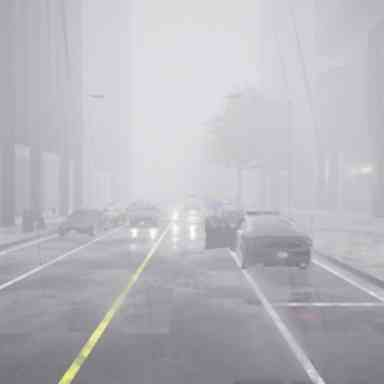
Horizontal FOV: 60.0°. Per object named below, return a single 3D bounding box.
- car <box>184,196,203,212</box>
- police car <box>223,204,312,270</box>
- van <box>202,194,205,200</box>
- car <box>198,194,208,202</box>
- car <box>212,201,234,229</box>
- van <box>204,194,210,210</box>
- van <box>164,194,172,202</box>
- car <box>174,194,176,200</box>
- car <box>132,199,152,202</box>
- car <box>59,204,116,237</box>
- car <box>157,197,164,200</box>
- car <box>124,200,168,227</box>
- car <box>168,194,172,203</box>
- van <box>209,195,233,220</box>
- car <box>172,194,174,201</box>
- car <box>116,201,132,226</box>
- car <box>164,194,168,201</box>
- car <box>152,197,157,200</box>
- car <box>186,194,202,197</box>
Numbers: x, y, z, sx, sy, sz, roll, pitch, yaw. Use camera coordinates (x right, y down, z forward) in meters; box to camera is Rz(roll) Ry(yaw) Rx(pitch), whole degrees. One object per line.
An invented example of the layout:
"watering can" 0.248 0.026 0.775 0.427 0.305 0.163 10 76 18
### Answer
"car" 0.053 1.564 40.240 1.812 1.442 4.674 0 0 0
"police car" 2.360 1.434 11.242 1.930 1.638 5.238 0 0 0
"van" 2.729 1.387 46.407 1.690 1.788 3.998 0 0 0
"car" 2.704 1.410 80.118 2.192 1.841 5.009 0 0 0
"car" 2.746 1.565 23.934 1.887 1.381 4.507 0 0 0
"van" 2.733 1.380 40.788 1.690 1.788 3.998 0 0 0
"van" -5.821 1.436 80.107 1.690 1.788 3.998 0 0 0
"car" -5.825 1.649 85.725 1.887 1.381 4.507 0 0 0
"car" -5.787 1.598 35.157 1.947 1.339 4.313 0 0 0
"car" -5.775 1.581 18.300 1.947 1.339 4.313 0 0 0
"car" -5.800 1.578 51.843 1.752 1.417 4.829 0 0 0
"car" -3.116 1.568 23.530 2.033 1.411 5.357 0 0 0
"car" -5.812 1.628 68.869 2.008 1.369 4.403 0 0 0
"van" 2.742 1.367 29.552 1.690 1.788 3.998 0 0 0
"car" -5.816 1.637 74.488 2.008 1.369 4.403 0 0 0
"car" -5.779 1.545 23.749 1.752 1.417 4.829 0 0 0
"car" -5.804 1.501 57.632 1.967 1.590 4.097 0 0 0
"car" -5.791 1.605 40.775 1.947 1.339 4.313 0 0 0
"car" -0.035 1.272 50.167 2.150 2.045 5.566 0 0 0
